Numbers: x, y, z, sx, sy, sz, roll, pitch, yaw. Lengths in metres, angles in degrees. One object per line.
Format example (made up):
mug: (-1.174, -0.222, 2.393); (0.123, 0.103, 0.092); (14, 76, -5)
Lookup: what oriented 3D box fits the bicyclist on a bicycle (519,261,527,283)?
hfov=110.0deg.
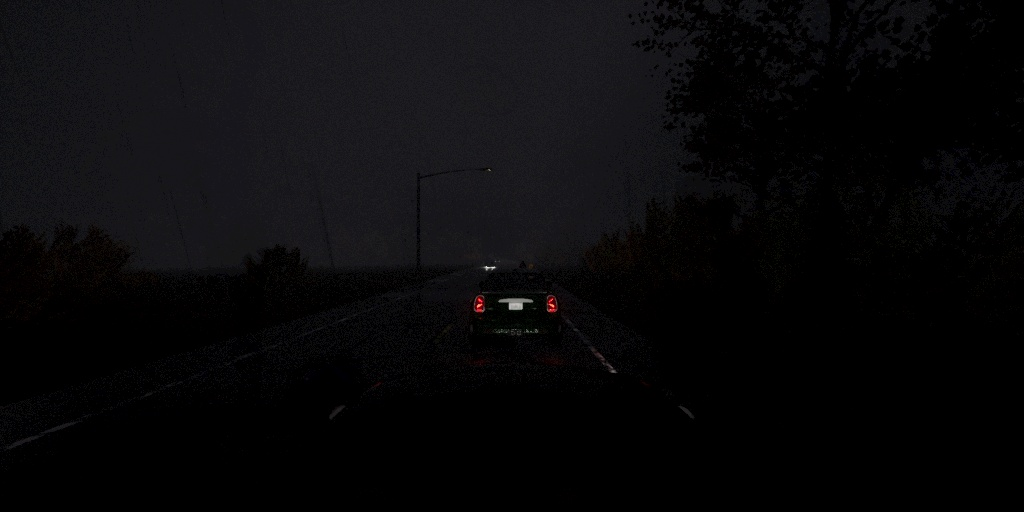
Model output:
bicyclist on a bicycle: (0.842, 1.193, 27.290); (0.582, 1.620, 1.656); (0, 0, 0)

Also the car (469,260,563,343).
car: (0.073, 1.099, 9.829); (2.097, 1.767, 4.553); (0, 0, 0)

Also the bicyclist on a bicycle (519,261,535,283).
bicyclist on a bicycle: (0.904, 1.181, 17.173); (0.866, 1.612, 1.509); (0, 0, 0)
